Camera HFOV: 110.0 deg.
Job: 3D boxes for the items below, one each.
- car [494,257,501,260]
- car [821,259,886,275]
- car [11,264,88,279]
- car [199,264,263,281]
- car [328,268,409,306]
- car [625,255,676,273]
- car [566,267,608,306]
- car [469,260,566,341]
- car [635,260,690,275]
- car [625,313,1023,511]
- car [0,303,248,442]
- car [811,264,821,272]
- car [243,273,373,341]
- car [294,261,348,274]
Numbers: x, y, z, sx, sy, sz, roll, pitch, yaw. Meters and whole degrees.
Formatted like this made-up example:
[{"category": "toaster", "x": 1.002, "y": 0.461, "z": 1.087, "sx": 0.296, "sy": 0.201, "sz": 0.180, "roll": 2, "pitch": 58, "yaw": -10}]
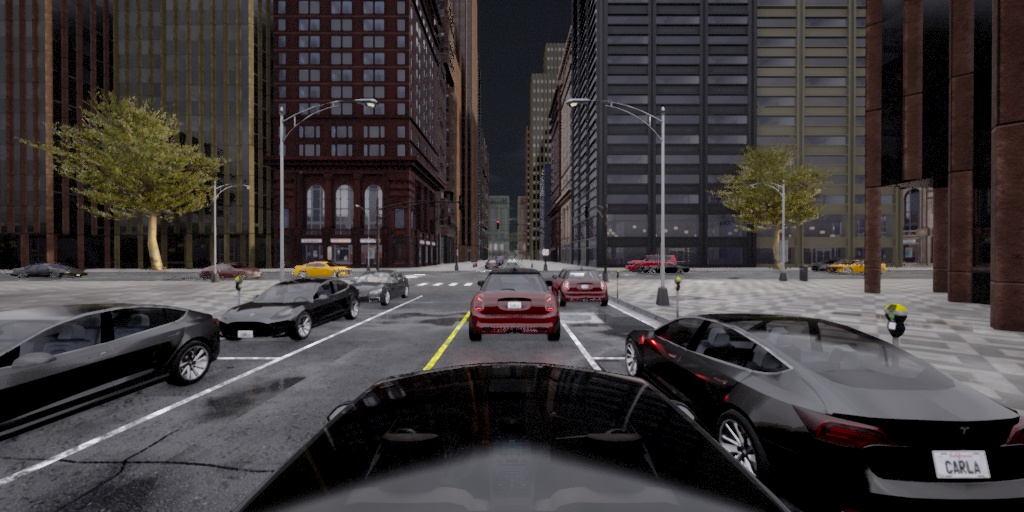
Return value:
[{"category": "car", "x": -3.001, "y": 1.290, "z": 53.144, "sx": 1.812, "sy": 1.442, "sz": 4.674, "roll": 0, "pitch": 0, "yaw": 0}, {"category": "car", "x": 35.659, "y": 1.136, "z": 37.157, "sx": 5.008, "sy": 1.535, "sz": 1.882, "roll": 0, "pitch": 0, "yaw": 0}, {"category": "car", "x": -43.384, "y": 1.420, "z": 33.666, "sx": 5.357, "sy": 1.411, "sz": 2.033, "roll": 0, "pitch": 0, "yaw": 0}, {"category": "car", "x": -23.819, "y": 1.359, "z": 30.409, "sx": 4.674, "sy": 1.442, "sz": 1.812, "roll": 0, "pitch": 0, "yaw": 0}, {"category": "car", "x": -5.747, "y": 1.299, "z": 15.562, "sx": 2.007, "sy": 1.370, "sz": 4.403, "roll": 0, "pitch": 0, "yaw": 0}, {"category": "car", "x": 15.727, "y": 0.906, "z": 40.398, "sx": 5.566, "sy": 2.045, "sz": 2.150, "roll": 0, "pitch": 0, "yaw": 0}, {"category": "car", "x": 2.778, "y": 1.189, "z": 15.553, "sx": 1.967, "sy": 1.591, "sz": 4.097, "roll": 0, "pitch": 0, "yaw": 0}, {"category": "car", "x": 0.077, "y": 1.101, "z": 10.016, "sx": 2.097, "sy": 1.767, "sz": 4.553, "roll": 0, "pitch": 0, "yaw": 1}, {"category": "car", "x": 15.674, "y": 1.301, "z": 37.149, "sx": 4.718, "sy": 1.301, "sz": 1.895, "roll": 0, "pitch": 0, "yaw": 0}, {"category": "car", "x": 2.765, "y": 1.315, "z": 4.281, "sx": 1.948, "sy": 1.339, "sz": 4.313, "roll": 0, "pitch": 0, "yaw": 0}, {"category": "car", "x": -5.760, "y": 1.315, "z": 4.288, "sx": 1.948, "sy": 1.339, "sz": 4.313, "roll": 0, "pitch": 0, "yaw": 0}, {"category": "car", "x": 36.609, "y": 1.145, "z": 40.406, "sx": 4.892, "sy": 1.490, "sz": 1.837, "roll": 0, "pitch": 0, "yaw": 0}, {"category": "car", "x": -5.754, "y": 1.315, "z": 9.925, "sx": 1.948, "sy": 1.339, "sz": 4.313, "roll": 0, "pitch": 0, "yaw": 0}, {"category": "car", "x": -17.643, "y": 1.278, "z": 33.662, "sx": 5.008, "sy": 1.535, "sz": 1.882, "roll": 0, "pitch": 0, "yaw": 1}]
